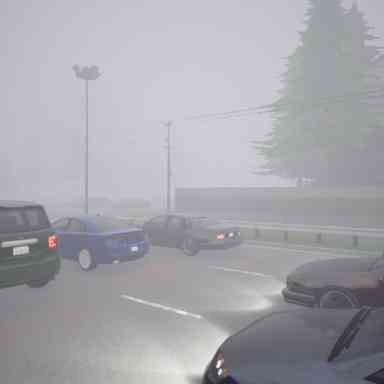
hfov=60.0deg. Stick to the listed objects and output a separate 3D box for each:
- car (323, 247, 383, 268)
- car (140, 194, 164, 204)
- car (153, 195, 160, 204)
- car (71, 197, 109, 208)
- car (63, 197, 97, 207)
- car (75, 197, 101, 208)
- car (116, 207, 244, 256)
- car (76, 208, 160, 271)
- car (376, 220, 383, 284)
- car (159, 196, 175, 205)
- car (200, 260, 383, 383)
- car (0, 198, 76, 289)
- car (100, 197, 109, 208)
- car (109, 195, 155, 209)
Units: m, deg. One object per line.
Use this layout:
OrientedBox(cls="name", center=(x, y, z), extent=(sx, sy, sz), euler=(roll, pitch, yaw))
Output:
OrientedBox(cls="car", center=(4.248, 1.547, 5.212), extent=(5.357, 1.411, 2.033), euler=(0, 0, 37))
OrientedBox(cls="car", center=(-7.714, 1.353, 64.169), extent=(2.097, 1.767, 4.553), euler=(0, 0, 38))
OrientedBox(cls="car", center=(-6.487, 1.528, 60.023), extent=(1.812, 1.442, 4.674), euler=(0, 0, 37))
OrientedBox(cls="car", center=(-14.926, 1.493, 48.873), extent=(2.128, 1.511, 4.902), euler=(0, 0, 37))
OrientedBox(cls="car", center=(-17.301, 1.506, 51.533), extent=(1.837, 1.490, 4.892), euler=(0, 0, 37))
OrientedBox(cls="car", center=(-13.083, 1.506, 45.506), extent=(1.837, 1.490, 4.892), euler=(0, 0, 37))
OrientedBox(cls="car", center=(-0.631, 1.548, 13.177), extent=(5.357, 1.411, 2.033), euler=(0, 0, 37))
OrientedBox(cls="car", center=(-3.626, 1.478, 11.049), extent=(5.008, 1.535, 1.882), euler=(0, 0, 37))
OrientedBox(cls="car", center=(6.960, 1.526, 7.556), extent=(4.674, 1.442, 1.812), euler=(0, 0, 37))
OrientedBox(cls="car", center=(-3.123, 1.602, 58.679), extent=(1.895, 1.301, 4.718), euler=(0, 0, 37))
OrientedBox(cls="car", center=(2.100, 1.564, 2.444), extent=(4.181, 1.385, 1.994), euler=(0, 0, 37))
OrientedBox(cls="car", center=(-5.442, 1.222, 8.034), extent=(5.566, 2.045, 2.150), euler=(0, 0, 37))
OrientedBox(cls="car", center=(-9.322, 1.493, 44.682), extent=(2.128, 1.511, 4.902), euler=(0, 0, 37))
OrientedBox(cls="car", center=(-7.404, 1.479, 41.411), extent=(1.882, 1.535, 5.008), euler=(0, 0, 37))
